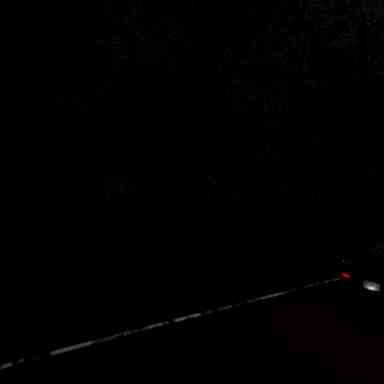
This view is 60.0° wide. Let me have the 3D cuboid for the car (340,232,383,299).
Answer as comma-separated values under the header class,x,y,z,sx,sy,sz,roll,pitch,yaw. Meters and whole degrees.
class,x,y,z,sx,sy,sz,roll,pitch,yaw
car,5.112,1.500,7.255,4.674,1.442,1.812,0,0,-34
